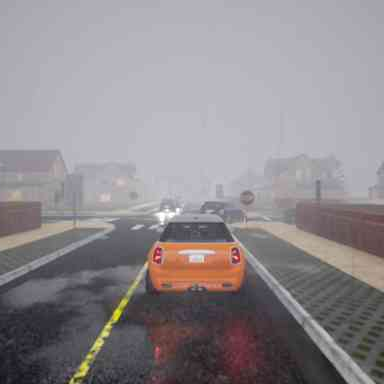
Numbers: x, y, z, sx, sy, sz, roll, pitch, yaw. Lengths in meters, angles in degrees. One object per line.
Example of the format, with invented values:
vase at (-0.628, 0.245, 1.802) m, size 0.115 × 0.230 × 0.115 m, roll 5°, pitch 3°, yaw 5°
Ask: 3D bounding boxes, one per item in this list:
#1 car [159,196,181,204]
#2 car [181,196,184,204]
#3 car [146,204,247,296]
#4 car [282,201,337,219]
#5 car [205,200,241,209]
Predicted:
car at (-2.868, 1.539, 40.393) m, size 2.128 × 1.511 × 4.902 m, roll 0°, pitch 0°, yaw 0°
car at (-2.791, 1.528, 67.475) m, size 2.097 × 1.767 × 4.553 m, roll 0°, pitch 0°, yaw 0°
car at (0.095, 1.351, 8.793) m, size 2.097 × 1.767 × 4.553 m, roll 0°, pitch 0°, yaw 0°
car at (10.235, 1.576, 28.700) m, size 4.892 × 1.490 × 1.837 m, roll 0°, pitch 0°, yaw -2°
car at (2.177, 1.379, 23.572) m, size 2.097 × 1.767 × 4.553 m, roll 1°, pitch -1°, yaw 28°
